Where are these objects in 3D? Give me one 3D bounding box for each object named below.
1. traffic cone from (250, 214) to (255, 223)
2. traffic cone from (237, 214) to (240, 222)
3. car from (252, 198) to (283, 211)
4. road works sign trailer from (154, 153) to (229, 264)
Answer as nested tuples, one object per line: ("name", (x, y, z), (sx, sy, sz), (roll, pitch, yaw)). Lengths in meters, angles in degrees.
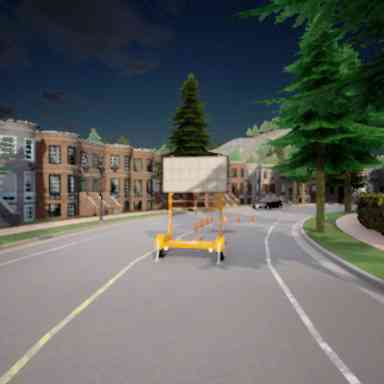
("traffic cone", (4.415, 1.926, 24.256), (0.340, 0.580, 0.340), (0, 0, 12))
("traffic cone", (3.440, 1.924, 24.471), (0.340, 0.580, 0.340), (0, 0, 12))
("car", (9.051, 1.444, 39.688), (2.128, 1.511, 4.902), (0, 0, 42))
("road works sign trailer", (0.143, 0.448, 11.884), (2.380, 3.560, 2.880), (0, 0, 12))
